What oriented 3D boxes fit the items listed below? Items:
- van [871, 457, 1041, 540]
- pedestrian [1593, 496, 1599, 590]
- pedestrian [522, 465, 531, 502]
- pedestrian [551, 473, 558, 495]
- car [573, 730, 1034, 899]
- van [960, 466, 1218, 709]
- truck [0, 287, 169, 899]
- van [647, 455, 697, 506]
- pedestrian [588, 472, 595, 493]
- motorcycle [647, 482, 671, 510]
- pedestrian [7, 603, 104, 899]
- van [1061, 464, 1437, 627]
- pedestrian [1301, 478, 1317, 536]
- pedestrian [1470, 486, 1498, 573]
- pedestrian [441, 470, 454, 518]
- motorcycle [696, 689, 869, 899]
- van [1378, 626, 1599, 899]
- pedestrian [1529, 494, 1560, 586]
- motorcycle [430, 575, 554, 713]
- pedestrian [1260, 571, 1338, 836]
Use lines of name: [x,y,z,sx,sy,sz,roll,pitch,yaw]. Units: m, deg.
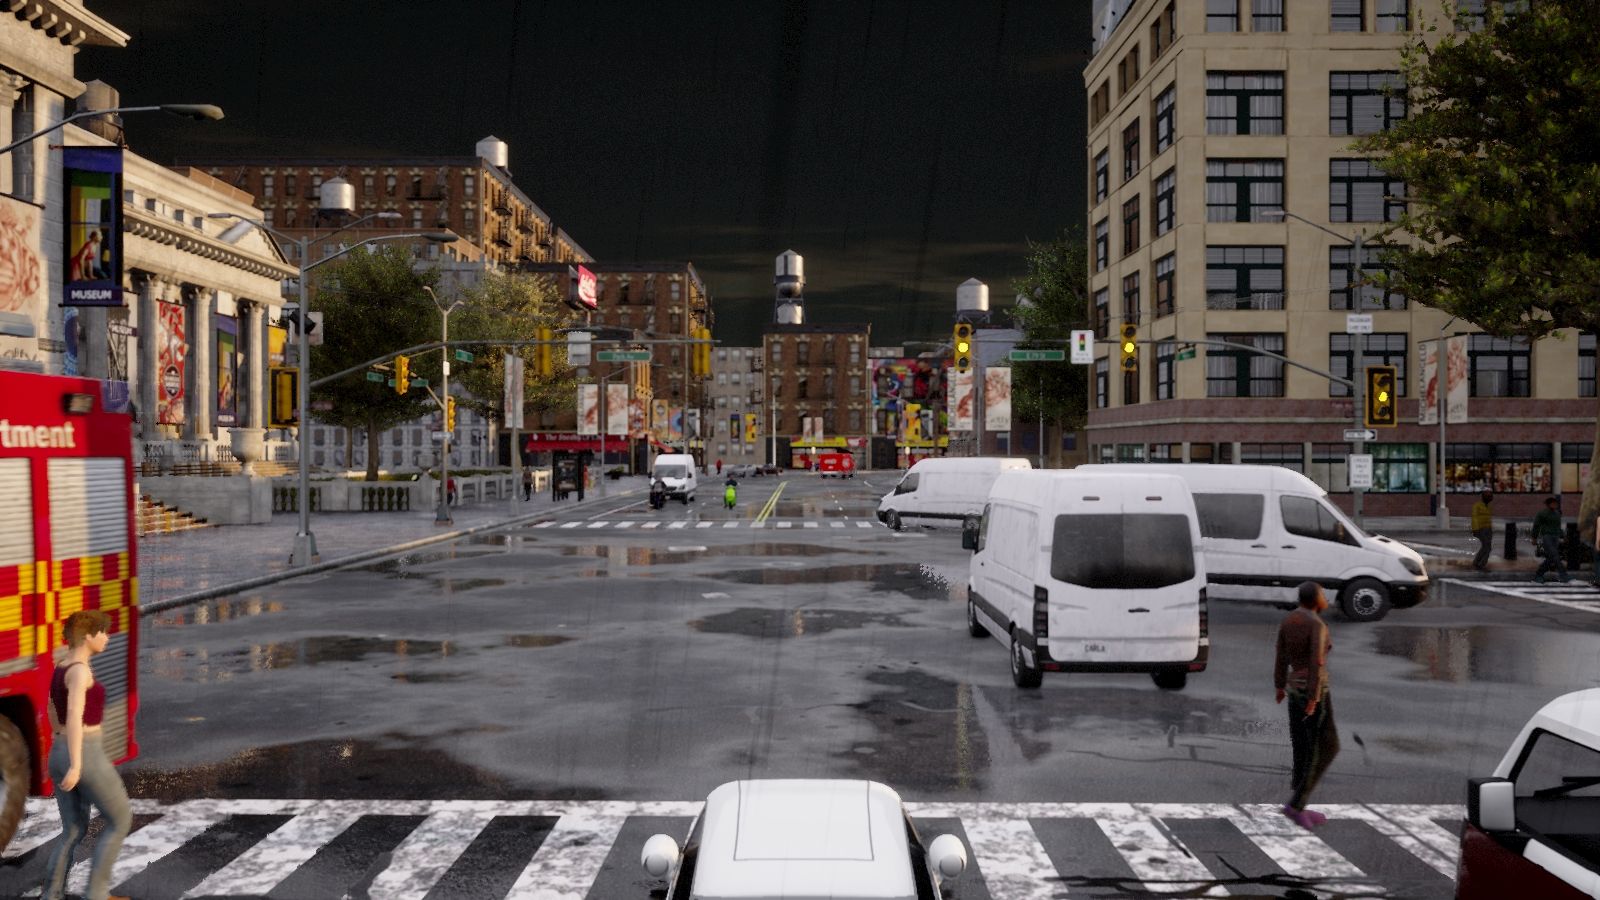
van: [5.238,1.546,39.182,1.988,2.561,5.915,-2,1,-41]
pedestrian: [16.095,1.856,22.735,0.375,1.860,0.375,0,0,9]
pedestrian: [-13.946,1.715,58.315,0.375,1.860,0.375,0,0,-3]
pedestrian: [-14.321,1.996,66.673,0.375,1.300,0.375,0,0,-7]
car: [0.016,2.121,4.685,1.481,1.376,2.207,0,1,0]
van: [3.562,1.539,15.389,1.988,2.561,5.915,0,0,0]
truck: [-6.581,0.893,4.747,2.891,3.827,8.468,0,0,3]
van: [-6.764,1.553,61.138,1.988,2.561,5.915,0,0,0]
pedestrian: [-12.867,1.997,70.396,0.375,1.300,0.375,0,0,0]
motorcycle: [-6.794,2.222,55.218,0.867,1.251,2.209,0,0,0]
pedestrian: [-4.324,1.851,6.635,0.375,1.860,0.375,0,0,39]
van: [7.782,1.541,20.231,5.915,2.561,1.988,0,0,22]
pedestrian: [16.640,1.860,37.336,0.375,1.860,0.375,0,0,5]
pedestrian: [14.889,1.724,24.876,0.375,1.860,0.375,0,0,-12]
pedestrian: [-13.672,1.709,44.303,0.375,1.860,0.375,0,0,1]
motorcycle: [-0.083,2.184,6.540,0.856,1.236,1.805,0,0,0]
van: [3.530,1.784,2.728,2.069,2.038,4.480,0,0,1]
pedestrian: [15.415,1.856,23.650,0.375,1.860,0.375,0,0,-11]
motorcycle: [-3.557,2.209,13.429,0.867,1.251,2.209,0,0,0]
pedestrian: [3.691,1.852,8.465,0.375,1.860,0.375,0,0,-13]
